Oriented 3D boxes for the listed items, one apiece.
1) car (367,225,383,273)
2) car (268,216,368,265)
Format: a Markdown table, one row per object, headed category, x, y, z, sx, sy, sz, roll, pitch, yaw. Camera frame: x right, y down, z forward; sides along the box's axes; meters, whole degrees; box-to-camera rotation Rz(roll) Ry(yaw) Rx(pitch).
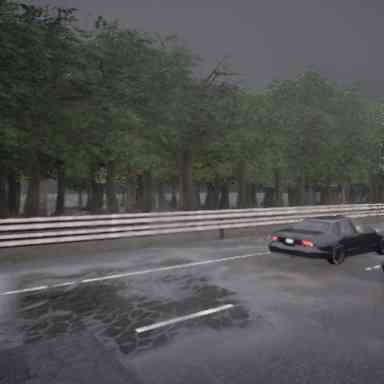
| category | x | y | z | sx | sy | sz | roll | pitch | yaw |
| --- | --- | --- | --- | --- | --- | --- | --- | --- | --- |
| car | 7.094 | 1.548 | 8.812 | 5.357 | 1.411 | 2.033 | 0 | 0 | -35 |
| car | 5.031 | 1.548 | 11.639 | 5.357 | 1.411 | 2.033 | 0 | 0 | -35 |
